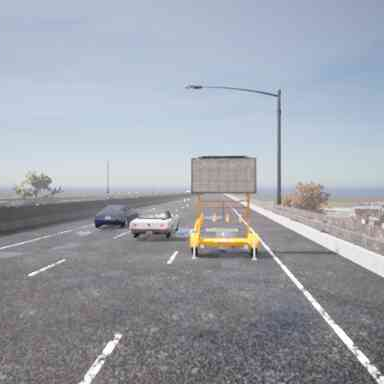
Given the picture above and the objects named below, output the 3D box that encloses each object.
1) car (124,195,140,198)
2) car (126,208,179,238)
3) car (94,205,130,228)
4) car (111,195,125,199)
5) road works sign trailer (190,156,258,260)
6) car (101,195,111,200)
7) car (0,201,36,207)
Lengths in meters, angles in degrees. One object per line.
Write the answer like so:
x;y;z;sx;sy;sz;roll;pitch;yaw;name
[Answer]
-11.836;1.472;69.150;2.128;1.511;4.902;0;0;5;car
-1.807;1.592;17.740;1.895;1.301;4.718;0;0;5;car
-4.955;1.554;22.271;1.994;1.385;4.181;0;0;5;car
-15.158;1.443;71.508;1.837;1.490;4.892;0;0;5;car
1.181;0.459;12.460;2.380;3.560;2.880;0;0;5;road works sign trailer
-18.547;1.466;73.033;2.128;1.511;4.902;0;0;5;car
-15.143;1.511;29.095;1.812;1.442;4.674;0;0;5;car
